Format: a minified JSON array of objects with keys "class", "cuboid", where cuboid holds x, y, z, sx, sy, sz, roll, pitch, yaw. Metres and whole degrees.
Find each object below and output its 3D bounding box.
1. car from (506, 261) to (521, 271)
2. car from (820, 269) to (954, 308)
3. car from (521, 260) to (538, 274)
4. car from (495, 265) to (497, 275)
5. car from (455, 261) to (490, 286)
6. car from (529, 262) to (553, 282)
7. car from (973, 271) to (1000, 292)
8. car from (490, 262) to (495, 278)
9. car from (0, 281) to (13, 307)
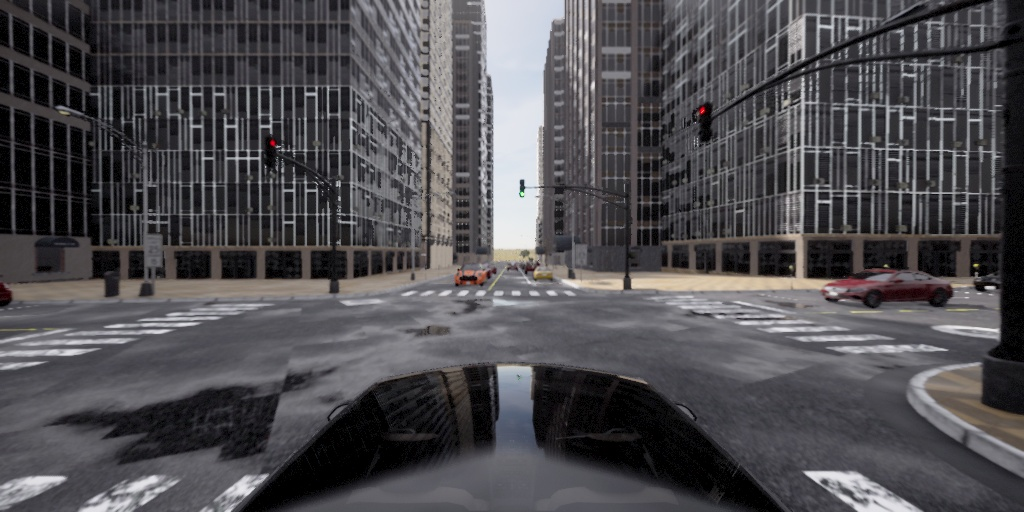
[{"class":"car","cuboid":[0.109,1.811,59.840,1.812,1.442,4.674,0,-1,0]},{"class":"car","cuboid":[15.401,1.265,14.792,4.674,1.442,1.812,0,1,-5]},{"class":"car","cuboid":[2.738,1.499,48.368,2.192,1.841,5.009,0,0,0]},{"class":"car","cuboid":[-3.079,1.529,47.622,2.097,1.767,4.553,0,-1,0]},{"class":"car","cuboid":[-3.095,1.345,27.644,2.097,1.767,4.553,0,-1,0]},{"class":"car","cuboid":[2.825,1.570,33.287,1.751,1.417,4.829,0,0,0]},{"class":"car","cuboid":[26.443,1.223,18.408,4.313,1.339,1.948,0,0,-5]},{"class":"car","cuboid":[-3.093,1.563,37.578,1.882,1.535,5.008,0,-1,0]},{"class":"car","cuboid":[-22.570,1.334,13.896,4.097,1.591,1.967,0,0,-5]}]
